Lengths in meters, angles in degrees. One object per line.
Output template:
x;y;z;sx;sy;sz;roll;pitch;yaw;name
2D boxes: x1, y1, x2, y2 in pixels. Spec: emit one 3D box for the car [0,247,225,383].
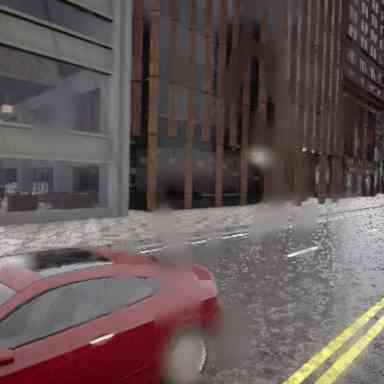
-1.561;1.363;3.186;1.812;1.442;4.674;3;3;44;car
